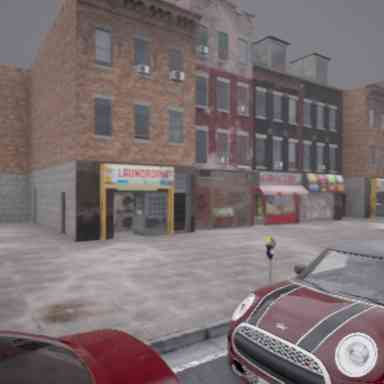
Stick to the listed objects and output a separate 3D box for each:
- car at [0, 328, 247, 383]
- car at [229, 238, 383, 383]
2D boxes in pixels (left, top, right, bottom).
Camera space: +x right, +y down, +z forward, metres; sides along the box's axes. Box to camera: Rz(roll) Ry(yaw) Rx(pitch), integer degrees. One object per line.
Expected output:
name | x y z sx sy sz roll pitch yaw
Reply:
car | -2.104 1.531 1.368 4.507 1.381 1.887 0 0 -34
car | 2.414 1.430 4.440 4.097 1.590 1.967 0 0 -34
